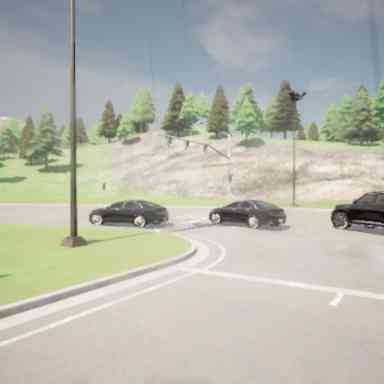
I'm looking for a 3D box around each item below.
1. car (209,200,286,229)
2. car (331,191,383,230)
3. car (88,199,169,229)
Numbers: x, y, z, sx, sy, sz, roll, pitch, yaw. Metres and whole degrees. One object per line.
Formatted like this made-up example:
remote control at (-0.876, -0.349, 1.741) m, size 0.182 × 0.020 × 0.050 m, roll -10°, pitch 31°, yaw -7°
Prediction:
car at (3.040, 1.204, 19.157) m, size 1.837 × 1.490 × 4.892 m, roll 2°, pitch -1°, yaw -40°
car at (9.293, 0.970, 15.960) m, size 2.150 × 2.045 × 5.566 m, roll 1°, pitch 1°, yaw -20°
car at (-3.722, 1.202, 19.244) m, size 4.892 × 1.490 × 1.837 m, roll 0°, pitch -1°, yaw 23°
